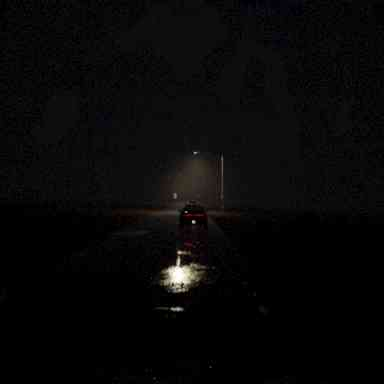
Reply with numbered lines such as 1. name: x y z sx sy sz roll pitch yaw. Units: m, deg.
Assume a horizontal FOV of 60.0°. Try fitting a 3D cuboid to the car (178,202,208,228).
1. car: 0.096 1.671 23.495 1.837 1.490 4.892 0 -1 0
